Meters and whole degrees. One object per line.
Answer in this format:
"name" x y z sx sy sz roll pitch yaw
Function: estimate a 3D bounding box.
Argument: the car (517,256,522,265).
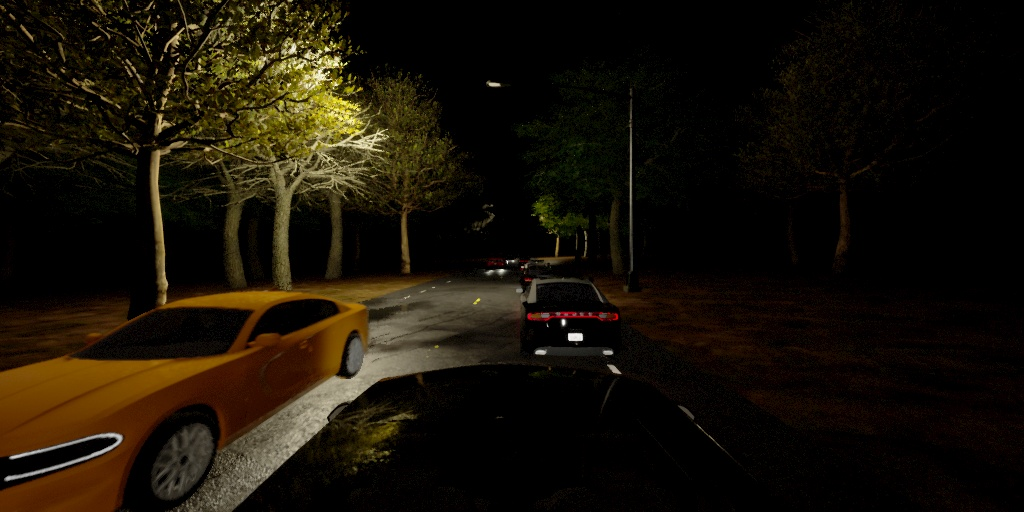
"car" 1.802 0.836 50.144 1.837 1.490 4.892 0 1 2

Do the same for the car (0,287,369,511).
"car" -3.549 1.227 4.520 1.882 1.535 5.008 0 0 1

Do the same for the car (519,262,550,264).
"car" 1.399 1.215 18.498 1.812 1.442 4.674 0 0 2

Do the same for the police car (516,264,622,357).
"police car" 1.123 1.166 8.670 1.930 1.638 5.238 0 0 1

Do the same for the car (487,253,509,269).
"car" -1.980 0.589 47.596 2.150 2.045 5.566 0 1 3

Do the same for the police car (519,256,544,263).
"police car" 1.658 1.058 24.585 1.930 1.638 5.238 0 1 3
